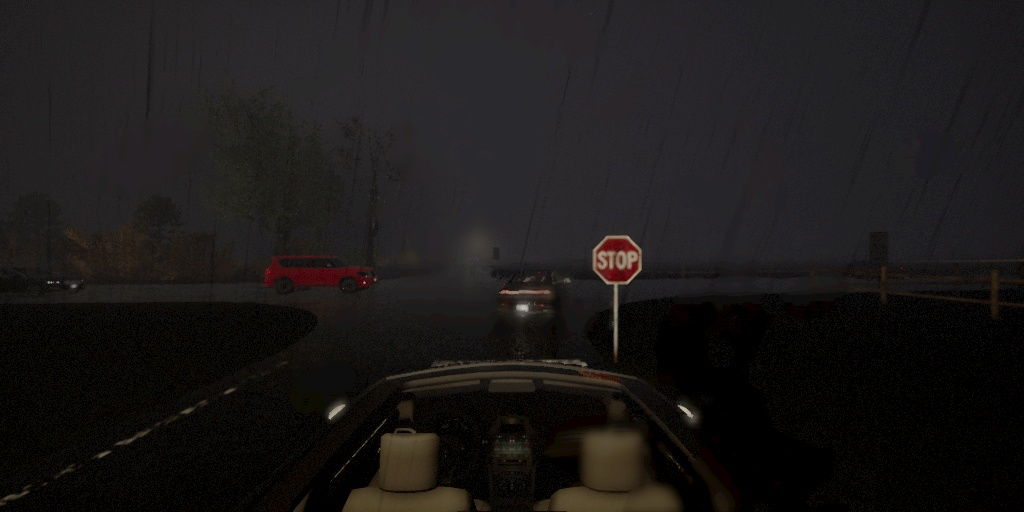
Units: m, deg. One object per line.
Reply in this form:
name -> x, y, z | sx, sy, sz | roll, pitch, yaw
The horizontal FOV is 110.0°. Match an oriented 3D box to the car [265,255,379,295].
car -> -10.274, 0.978, 19.569 | 5.566, 2.045, 2.150 | -1, 0, -3

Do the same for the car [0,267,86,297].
car -> -25.779, 1.358, 19.052 | 4.902, 1.511, 2.128 | 0, 0, -1

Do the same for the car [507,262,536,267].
car -> 0.737, 1.188, 27.369 | 2.033, 1.411, 5.357 | 0, 0, -44

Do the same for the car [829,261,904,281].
car -> 25.126, 1.013, 25.480 | 4.181, 1.385, 1.994 | 0, 0, -4

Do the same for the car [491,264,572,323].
car -> 0.912, 1.207, 12.145 | 2.128, 1.511, 4.902 | 0, 0, 14

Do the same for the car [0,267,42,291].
car -> -33.640, 1.449, 22.585 | 5.357, 1.411, 2.033 | 0, 0, -1
